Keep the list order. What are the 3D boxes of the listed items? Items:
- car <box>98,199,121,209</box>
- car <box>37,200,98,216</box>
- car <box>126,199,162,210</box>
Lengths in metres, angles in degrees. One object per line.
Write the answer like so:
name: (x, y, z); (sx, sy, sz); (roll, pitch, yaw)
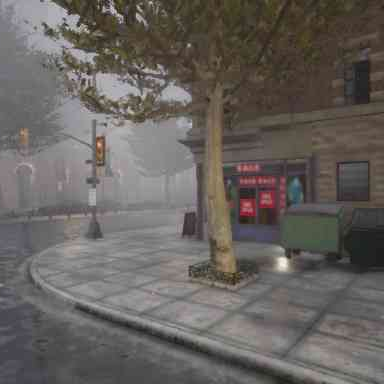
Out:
car: (-12.005, 1.595, 45.138); (1.895, 1.301, 4.718); (0, 0, 36)
car: (-12.510, 1.547, 33.172); (2.033, 1.411, 5.357); (0, 0, 36)
car: (-6.018, 1.601, 42.059); (1.895, 1.301, 4.718); (0, 0, 36)
